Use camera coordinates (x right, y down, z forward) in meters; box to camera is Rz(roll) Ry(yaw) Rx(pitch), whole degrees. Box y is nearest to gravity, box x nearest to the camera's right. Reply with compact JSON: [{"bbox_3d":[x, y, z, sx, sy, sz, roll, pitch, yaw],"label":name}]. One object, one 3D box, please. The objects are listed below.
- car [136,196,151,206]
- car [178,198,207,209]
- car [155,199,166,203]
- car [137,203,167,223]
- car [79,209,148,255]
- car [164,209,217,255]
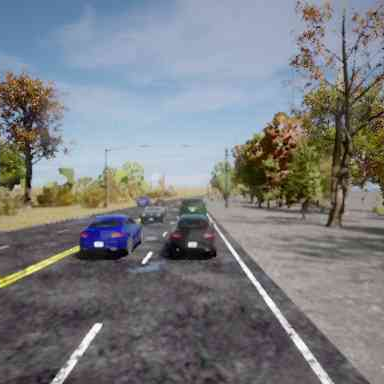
[{"bbox_3d":[-9.329,1.797,64.514,2.150,2.045,5.566,0,0,1],"label":"car"},{"bbox_3d":[0.072,1.467,27.454,2.150,2.045,5.566,-1,0,1],"label":"car"},{"bbox_3d":[-6.087,2.079,64.520,1.837,1.490,4.892,0,0,1],"label":"car"},{"bbox_3d":[-3.146,1.871,28.143,1.895,1.301,4.718,0,-1,1],"label":"car"},{"bbox_3d":[-3.203,1.661,13.809,1.812,1.442,4.674,0,0,1],"label":"car"},{"bbox_3d":[0.047,1.661,13.793,1.812,1.442,4.674,0,0,1],"label":"car"}]
